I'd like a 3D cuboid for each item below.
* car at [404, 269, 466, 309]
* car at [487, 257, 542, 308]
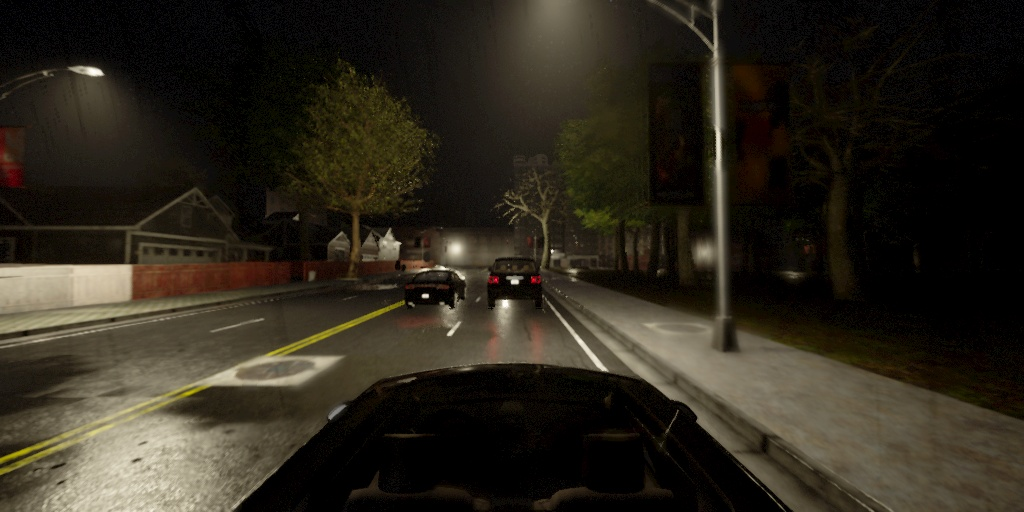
[{"bbox_3d":[-3.148,1.317,15.523,1.882,1.535,5.008,0,0,0],"label":"car"},{"bbox_3d":[0.103,1.063,15.784,2.150,2.045,5.566,0,0,0],"label":"car"}]
